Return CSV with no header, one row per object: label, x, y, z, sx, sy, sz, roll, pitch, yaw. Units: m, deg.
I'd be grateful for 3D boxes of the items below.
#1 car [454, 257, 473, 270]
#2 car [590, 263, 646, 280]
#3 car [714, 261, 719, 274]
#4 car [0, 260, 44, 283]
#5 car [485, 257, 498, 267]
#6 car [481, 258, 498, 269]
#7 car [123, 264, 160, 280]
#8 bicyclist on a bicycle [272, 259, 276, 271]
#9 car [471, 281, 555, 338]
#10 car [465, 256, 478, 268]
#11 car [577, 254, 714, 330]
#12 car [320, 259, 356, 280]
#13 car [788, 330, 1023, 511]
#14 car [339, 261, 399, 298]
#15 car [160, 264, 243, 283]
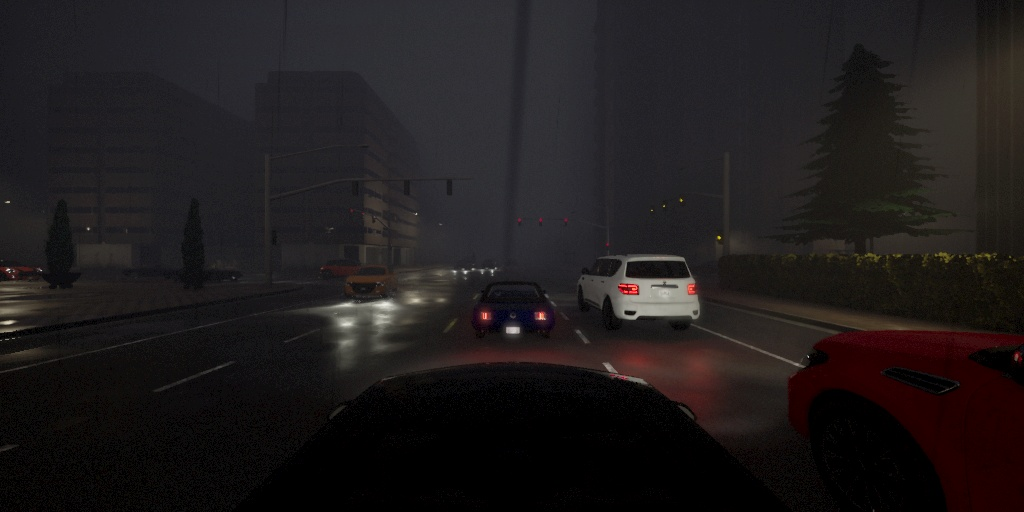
car,-7.142,1.276,51.519,1.812,1.442,4.674,0,0,0
car,8.897,1.314,30.486,4.181,1.385,1.994,0,0,1
car,20.832,1.228,37.580,5.008,1.535,1.882,0,0,1
car,-38.996,1.102,27.409,4.553,1.767,2.097,0,0,1
car,-3.629,1.102,65.319,2.097,1.767,4.553,0,0,0
car,-3.661,1.255,55.431,1.837,1.490,4.892,0,0,0
car,-30.186,1.351,30.828,4.718,1.301,1.895,0,0,1
bicyclist on a bicycle,-28.686,1.051,42.798,0.582,1.620,1.656,0,0,1
car,0.047,1.351,10.125,1.895,1.301,4.718,0,0,0
car,-7.150,0.971,61.217,2.150,2.045,5.566,0,0,0
car,3.577,0.971,11.253,2.150,2.045,5.566,0,0,-2
car,-14.103,1.101,31.299,4.553,1.767,2.097,0,0,-8
car,3.601,0.971,0.892,2.150,2.045,5.566,0,0,0
car,-7.175,1.228,18.789,1.882,1.535,5.008,1,0,-10
car,-23.348,1.351,27.268,4.718,1.301,1.895,0,0,0
